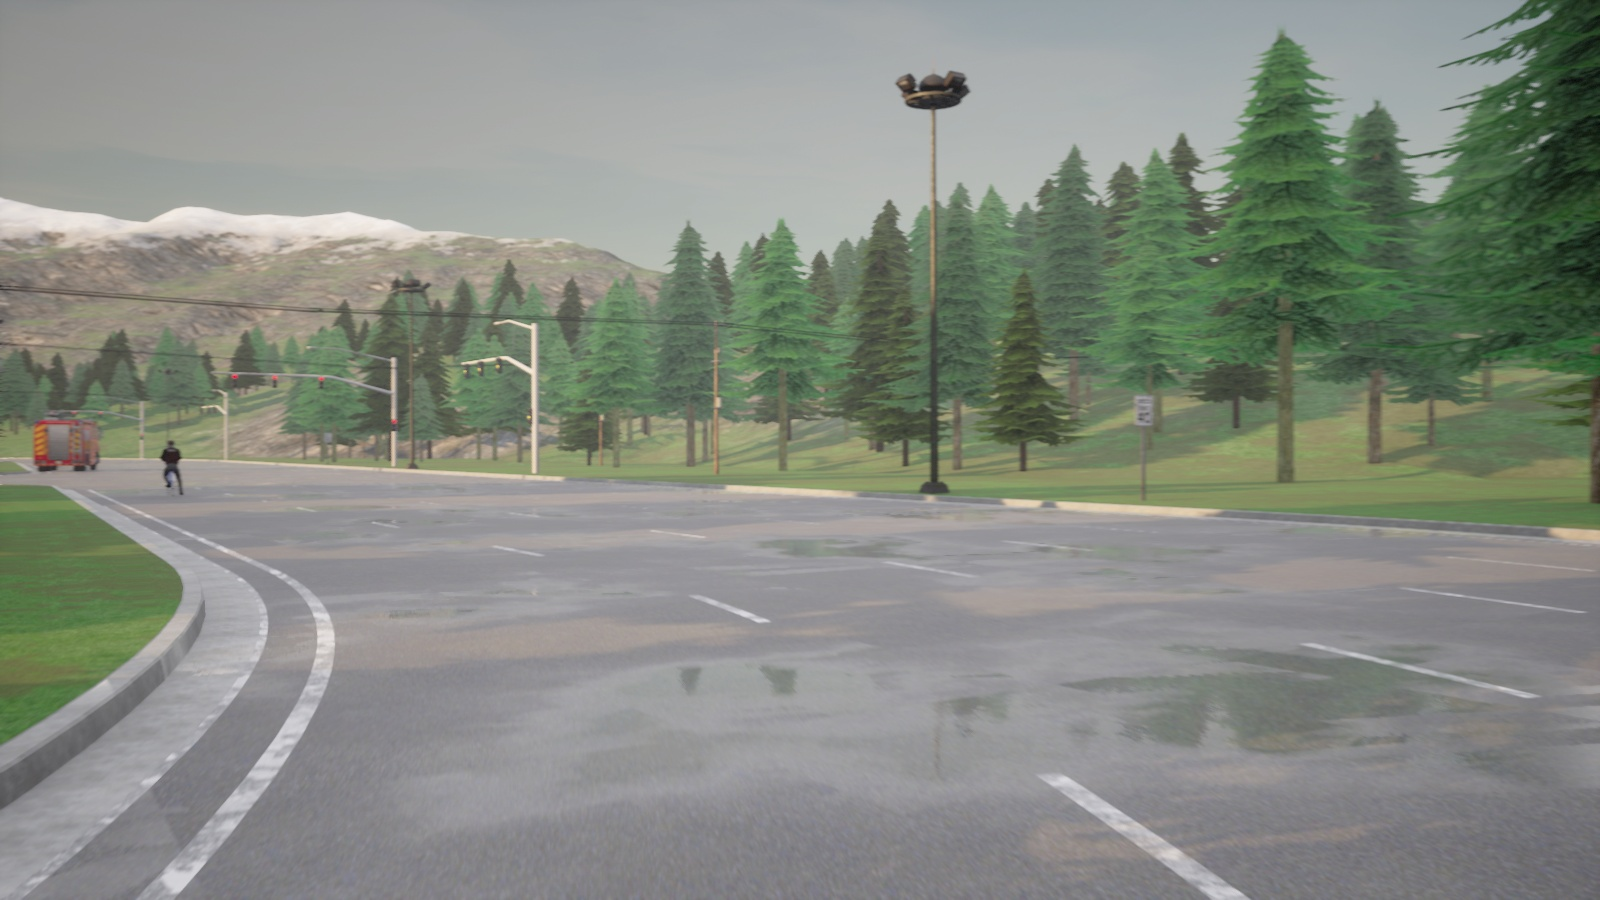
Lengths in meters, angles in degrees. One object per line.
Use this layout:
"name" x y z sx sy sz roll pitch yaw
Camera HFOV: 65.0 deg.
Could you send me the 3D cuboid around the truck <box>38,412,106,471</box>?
"truck" -49.293 -0.563 85.208 2.891 3.827 8.468 0 0 -23
